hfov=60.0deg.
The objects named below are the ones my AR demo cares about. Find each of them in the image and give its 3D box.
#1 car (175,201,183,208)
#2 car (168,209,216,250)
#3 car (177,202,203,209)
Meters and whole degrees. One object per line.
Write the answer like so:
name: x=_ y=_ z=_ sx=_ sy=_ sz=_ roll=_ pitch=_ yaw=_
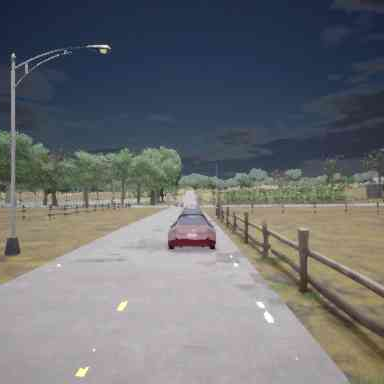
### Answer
car: x=-2.750 y=2.760 z=73.774 sx=2.128 sy=1.511 sz=4.902 roll=0 pitch=-1 yaw=0
car: x=0.000 y=1.636 z=14.659 sx=1.994 sy=1.385 sz=4.181 roll=0 pitch=0 yaw=0
car: x=0.000 y=1.830 z=29.670 sx=1.994 sy=1.385 sz=4.181 roll=0 pitch=-1 yaw=0
